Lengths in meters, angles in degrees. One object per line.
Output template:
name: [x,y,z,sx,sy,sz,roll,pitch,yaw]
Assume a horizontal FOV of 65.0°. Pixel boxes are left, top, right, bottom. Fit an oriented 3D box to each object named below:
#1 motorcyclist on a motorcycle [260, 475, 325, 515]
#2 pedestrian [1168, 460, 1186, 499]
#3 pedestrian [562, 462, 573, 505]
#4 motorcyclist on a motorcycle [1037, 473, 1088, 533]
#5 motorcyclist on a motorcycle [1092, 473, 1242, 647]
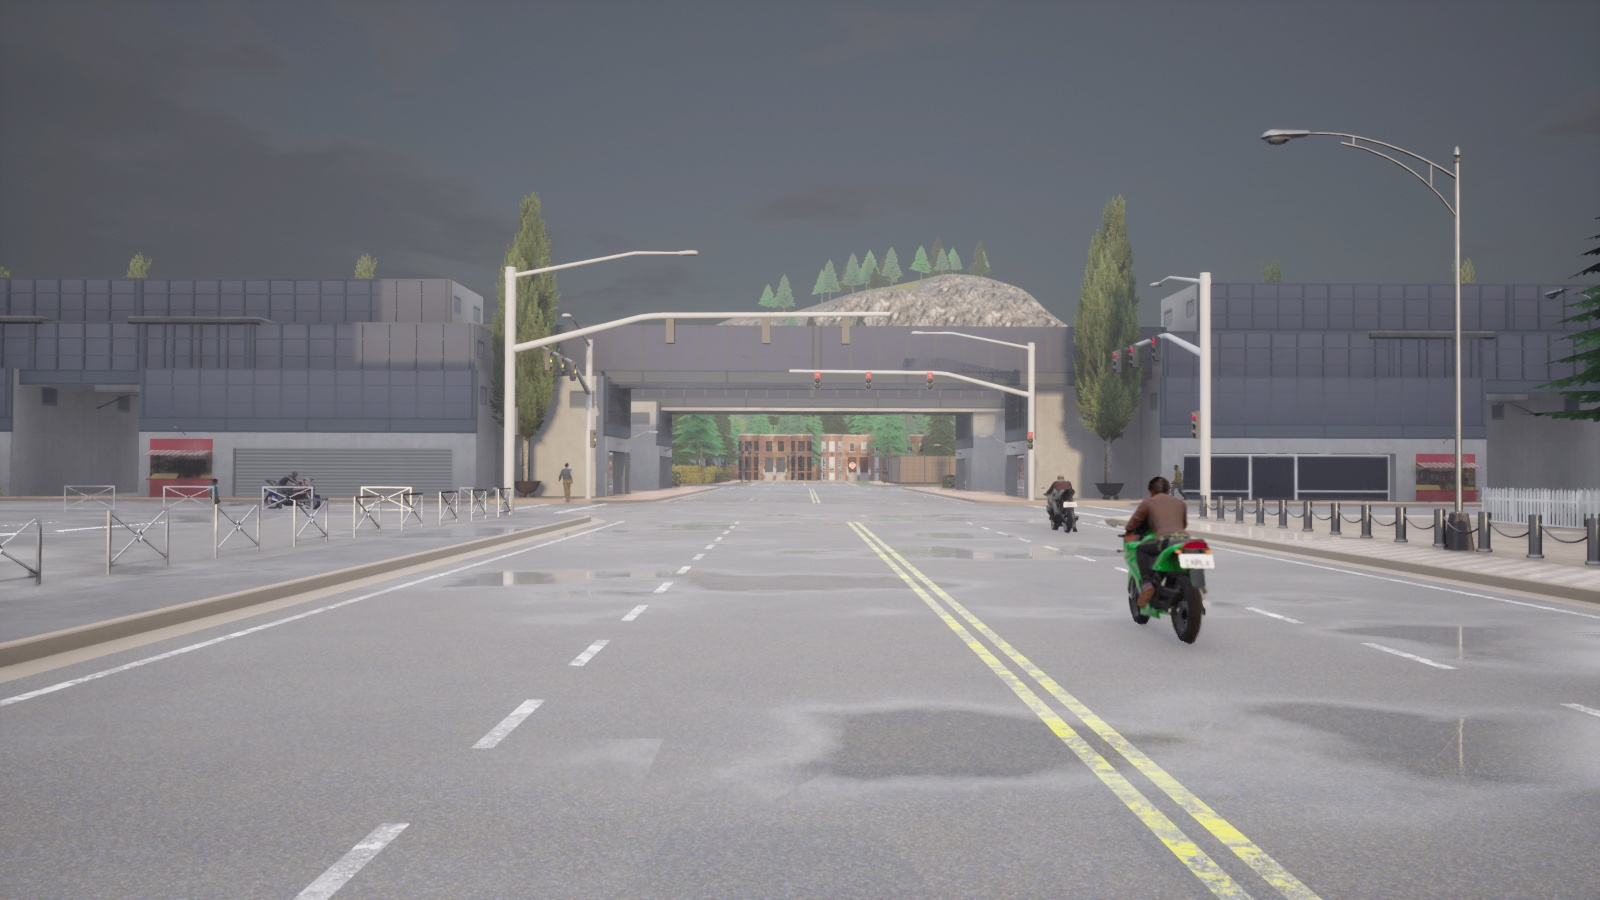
motorcyclist on a motorcycle: [-19.648,1.743,48.641,2.191,1.530,0.866,0,-1,1]
pedestrian: [18.175,1.415,60.564,0.709,1.840,0.431,0,-1,0]
pedestrian: [-10.753,1.542,58.114,0.423,1.949,0.788,0,-1,-7]
motorcyclist on a motorcycle: [6.892,1.376,33.068,0.866,1.530,2.191,0,-1,0]
motorcyclist on a motorcycle: [3.459,0.985,12.051,0.797,1.523,2.044,0,-1,-1]
